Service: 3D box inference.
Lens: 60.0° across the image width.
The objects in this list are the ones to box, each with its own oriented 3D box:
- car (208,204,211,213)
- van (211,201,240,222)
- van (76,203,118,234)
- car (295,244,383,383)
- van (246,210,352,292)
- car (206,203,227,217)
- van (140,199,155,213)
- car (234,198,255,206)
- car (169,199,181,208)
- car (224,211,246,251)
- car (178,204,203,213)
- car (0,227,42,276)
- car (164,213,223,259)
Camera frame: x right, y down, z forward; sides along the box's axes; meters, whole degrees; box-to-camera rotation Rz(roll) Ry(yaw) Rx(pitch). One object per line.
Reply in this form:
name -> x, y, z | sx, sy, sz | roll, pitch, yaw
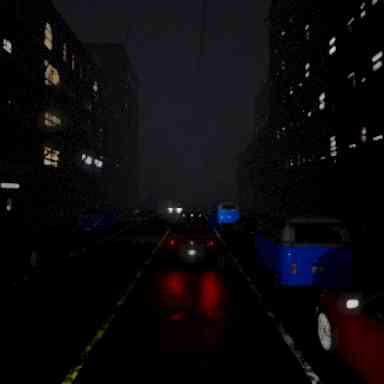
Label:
car -> 2.686, 1.895, 31.560 | 1.947, 1.339, 4.313 | 0, -1, 0
van -> 2.689, 1.609, 25.902 | 1.690, 1.788, 3.998 | 0, -1, 0
van -> -5.690, 1.549, 20.237 | 1.690, 1.788, 3.998 | 0, -1, 0
car -> 2.694, 1.579, 3.253 | 1.887, 1.381, 4.507 | 0, -1, 0
van -> 2.693, 1.432, 8.917 | 1.690, 1.788, 3.998 | 0, -1, 0
car -> 2.684, 1.956, 37.223 | 1.947, 1.339, 4.313 | 0, -1, 0
van -> -5.697, 1.793, 42.883 | 1.690, 1.788, 3.998 | 0, -1, 0
car -> 13.444, 2.549, 85.610 | 5.009, 1.841, 2.192 | 1, -2, -1
car -> -3.066, 2.246, 59.968 | 1.895, 1.301, 4.718 | 0, -1, 1
car -> 2.690, 1.715, 14.575 | 1.947, 1.339, 4.313 | 0, -1, 0
car -> 0.007, 1.895, 28.272 | 1.895, 1.301, 4.718 | 0, -1, 0
car -> -5.688, 1.636, 8.912 | 1.887, 1.381, 4.507 | 0, -1, 0
car -> 0.011, 1.737, 13.272 | 1.895, 1.301, 4.718 | 0, -1, 0
